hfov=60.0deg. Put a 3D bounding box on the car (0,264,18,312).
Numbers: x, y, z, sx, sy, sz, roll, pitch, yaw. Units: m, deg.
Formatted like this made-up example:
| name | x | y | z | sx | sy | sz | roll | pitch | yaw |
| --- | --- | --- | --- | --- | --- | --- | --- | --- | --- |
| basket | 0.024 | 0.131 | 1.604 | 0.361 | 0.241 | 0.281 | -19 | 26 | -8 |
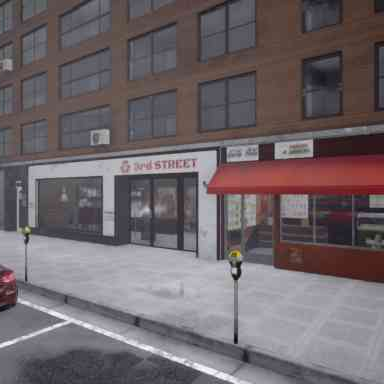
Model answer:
| name | x | y | z | sx | sy | sz | roll | pitch | yaw |
| --- | --- | --- | --- | --- | --- | --- | --- | --- | --- |
| car | -4.934 | 1.582 | 6.331 | 4.206 | 1.307 | 1.802 | 0 | 0 | 36 |
